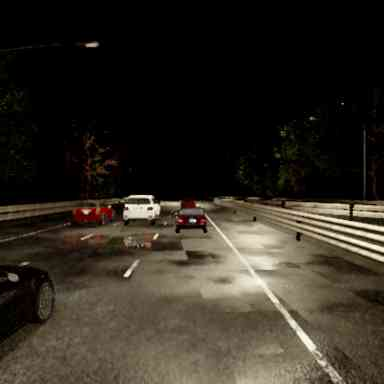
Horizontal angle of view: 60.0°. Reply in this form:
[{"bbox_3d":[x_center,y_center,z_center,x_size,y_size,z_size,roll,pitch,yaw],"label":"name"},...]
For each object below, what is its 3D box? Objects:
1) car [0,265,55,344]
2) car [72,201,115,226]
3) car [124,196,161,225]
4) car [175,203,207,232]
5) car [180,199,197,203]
[{"bbox_3d":[-3.417,1.536,4.188,1.812,1.442,4.674,0,0,0],"label":"car"},{"bbox_3d":[-7.117,1.418,24.413,2.097,1.767,4.553,0,0,-1],"label":"car"},{"bbox_3d":[-3.619,1.287,24.720,2.150,2.045,5.566,0,0,-1],"label":"car"},{"bbox_3d":[-0.051,1.600,20.312,2.033,1.411,5.357,0,0,-1],"label":"car"},{"bbox_3d":[-0.467,1.594,40.553,1.882,1.535,5.008,0,0,-1],"label":"car"}]
